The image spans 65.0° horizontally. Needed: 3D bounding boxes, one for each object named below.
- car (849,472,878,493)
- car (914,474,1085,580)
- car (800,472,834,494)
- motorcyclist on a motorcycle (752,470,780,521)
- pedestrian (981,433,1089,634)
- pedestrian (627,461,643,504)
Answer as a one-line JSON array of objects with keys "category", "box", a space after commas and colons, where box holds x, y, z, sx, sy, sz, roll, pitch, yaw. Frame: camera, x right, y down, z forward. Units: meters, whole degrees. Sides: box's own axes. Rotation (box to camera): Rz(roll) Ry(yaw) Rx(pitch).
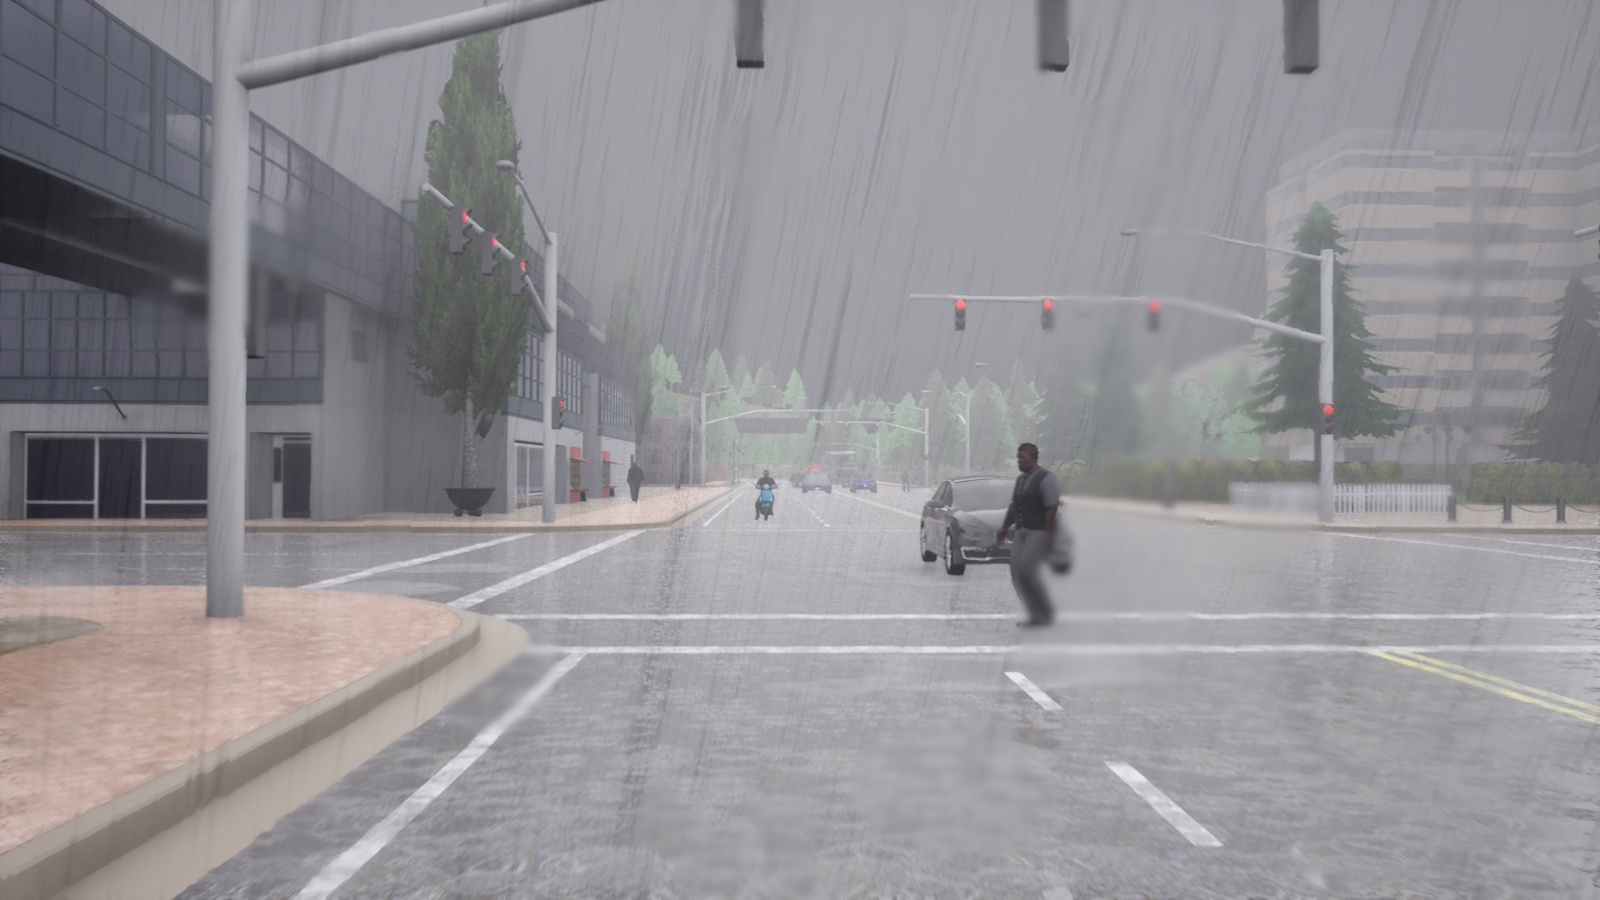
[{"category": "car", "box": [4.603, 2.341, 91.481, 1.816, 1.474, 4.193, 0, -1, -2]}, {"category": "car", "box": [3.092, 1.150, 20.459, 1.837, 1.490, 4.892, 0, -1, -2]}, {"category": "car", "box": [1.175, 2.293, 88.606, 2.163, 1.488, 4.792, 0, -1, -1]}, {"category": "motorcyclist on a motorcycle", "box": [-1.073, 1.442, 40.037, 0.866, 1.590, 1.817, 0, -1, -2]}, {"category": "pedestrian", "box": [2.284, 0.788, 12.205, 0.849, 1.883, 0.563, 0, -1, -27]}, {"category": "pedestrian", "box": [-7.158, 1.415, 54.544, 0.634, 1.844, 0.899, 0, -1, -4]}]
